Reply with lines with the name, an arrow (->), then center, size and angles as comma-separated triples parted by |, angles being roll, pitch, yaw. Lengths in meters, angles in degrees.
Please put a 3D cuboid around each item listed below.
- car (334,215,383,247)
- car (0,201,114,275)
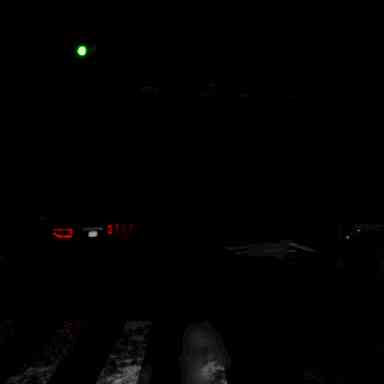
car -> 9.082, 1.708, 15.256 | 4.718, 1.301, 1.895 | 0, -1, -10
car -> -4.972, 1.317, 11.002 | 5.566, 2.045, 2.150 | -1, -2, 36
